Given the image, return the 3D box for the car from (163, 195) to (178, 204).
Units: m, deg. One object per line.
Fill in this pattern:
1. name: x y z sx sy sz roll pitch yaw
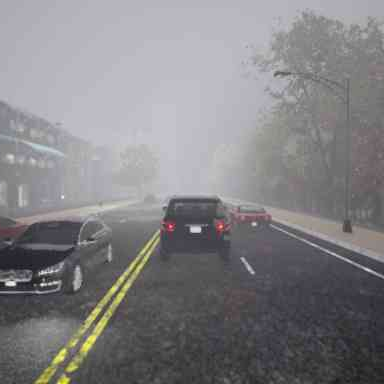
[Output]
1. car: -3.304 1.118 51.892 1.895 1.301 4.718 0 1 0

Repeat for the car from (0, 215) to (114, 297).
1. car: -3.349 1.424 8.582 1.837 1.490 4.892 0 1 0

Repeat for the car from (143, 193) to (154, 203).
1. car: -6.549 0.987 52.811 1.882 1.535 5.008 0 1 0

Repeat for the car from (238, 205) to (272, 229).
1. car: 3.354 1.414 20.068 1.895 1.301 4.718 0 1 0

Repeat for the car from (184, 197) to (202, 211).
1. car: 0.105 1.266 35.979 1.895 1.301 4.718 0 1 0

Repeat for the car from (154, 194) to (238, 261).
1. car: 0.103 1.111 11.861 2.150 2.045 5.566 0 1 0

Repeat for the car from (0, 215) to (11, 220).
1. car: -6.599 1.388 9.622 1.882 1.535 5.008 0 1 0
